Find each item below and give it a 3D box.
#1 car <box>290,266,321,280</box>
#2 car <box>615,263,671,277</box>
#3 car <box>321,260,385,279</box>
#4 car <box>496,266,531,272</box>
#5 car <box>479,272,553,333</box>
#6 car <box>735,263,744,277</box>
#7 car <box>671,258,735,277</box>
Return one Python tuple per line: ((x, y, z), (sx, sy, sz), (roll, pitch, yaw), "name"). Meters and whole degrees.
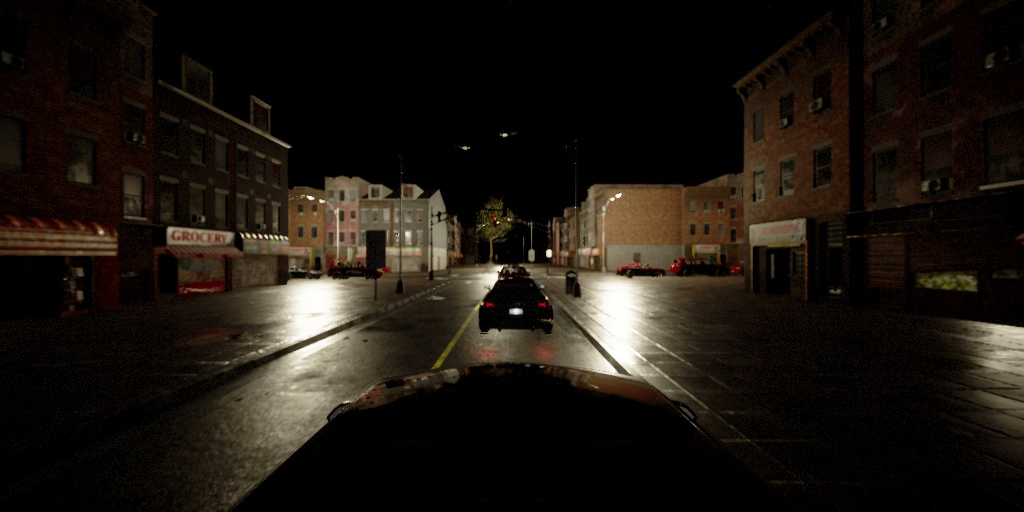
((-19.896, 1.587, 33.317), (4.313, 1.339, 1.948), (0, 0, 0), "car")
((11.938, 1.330, 33.388), (4.507, 1.381, 1.888), (0, 0, 0), "car")
((-14.470, 1.293, 33.329), (5.009, 1.841, 2.192), (0, 0, 0), "car")
((0.095, 1.306, 21.270), (1.882, 1.535, 5.008), (0, 0, 0), "car")
((0.099, 1.347, 10.855), (1.994, 1.385, 4.181), (0, 0, 0), "car")
((22.806, 1.255, 33.411), (4.507, 1.381, 1.888), (0, 0, 0), "car")
((17.372, 1.062, 33.399), (5.009, 1.841, 2.192), (0, 0, 0), "car")
